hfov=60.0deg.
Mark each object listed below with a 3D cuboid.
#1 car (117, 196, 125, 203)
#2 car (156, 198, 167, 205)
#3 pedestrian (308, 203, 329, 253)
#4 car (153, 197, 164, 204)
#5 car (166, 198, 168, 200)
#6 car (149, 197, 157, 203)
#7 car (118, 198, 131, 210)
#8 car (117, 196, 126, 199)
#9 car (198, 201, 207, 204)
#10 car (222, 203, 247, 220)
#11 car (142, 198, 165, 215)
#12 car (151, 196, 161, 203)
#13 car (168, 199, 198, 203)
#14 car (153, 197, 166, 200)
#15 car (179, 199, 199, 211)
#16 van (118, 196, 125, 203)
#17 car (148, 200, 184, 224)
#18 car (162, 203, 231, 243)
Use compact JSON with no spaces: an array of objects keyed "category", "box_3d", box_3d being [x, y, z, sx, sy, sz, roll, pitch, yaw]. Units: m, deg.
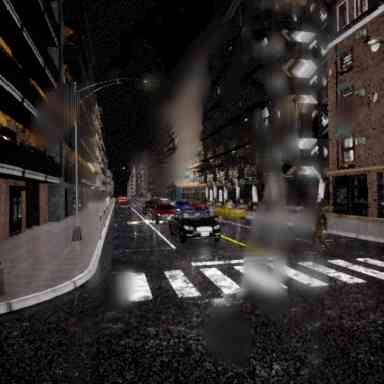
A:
[{"category":"car","box_3d":[-19.882,2.028,93.191,2.192,1.841,5.009,-1,0,-13]},{"category":"car","box_3d":[-6.710,1.973,72.927,2.008,1.369,4.403,-1,0,-13]},{"category":"pedestrian","box_3d":[4.612,1.297,12.157,0.375,1.860,0.375,-1,0,-13]},{"category":"car","box_3d":[-7.958,2.011,78.450,1.887,1.381,4.507,-1,0,-13]},{"category":"car","box_3d":[-5.463,1.929,67.404,2.008,1.369,4.403,-1,0,-13]},{"category":"car","box_3d":[-10.452,2.141,89.495,1.802,1.307,4.206,-1,0,-13]},{"category":"car","box_3d":[-9.899,1.929,49.007,1.802,1.307,4.206,-1,0,-13]},{"category":"car","box_3d":[-14.892,1.838,71.102,2.192,1.841,5.009,-1,0,-13]},{"category":"car","box_3d":[0.773,1.703,39.789,1.887,1.381,4.507,-1,0,-13]},{"category":"car","box_3d":[3.230,1.604,28.911,1.752,1.417,4.829,-1,0,-13]},{"category":"car","box_3d":[-4.453,1.719,36.699,1.837,1.490,4.892,-1,0,-13]},{"category":"car","box_3d":[-9.206,1.952,83.972,1.967,1.590,4.097,-1,0,-13]},{"category":"car","box_3d":[-1.084,1.692,36.254,1.812,1.442,4.674,-1,0,-13]},{"category":"car","box_3d":[-6.438,1.881,59.949,1.812,1.442,4.674,-1,-1,-13]},{"category":"car","box_3d":[-0.474,1.747,45.311,1.887,1.381,4.507,-1,0,-13]},{"category":"van","box_3d":[-18.634,2.001,87.670,1.690,1.788,3.998,-1,0,-13]},{"category":"car","box_3d":[-2.179,1.667,26.578,1.812,1.442,4.674,-1,0,-13]},{"category":"car","box_3d":[0.023,1.569,16.822,2.128,1.511,4.902,-1,0,-13]}]
